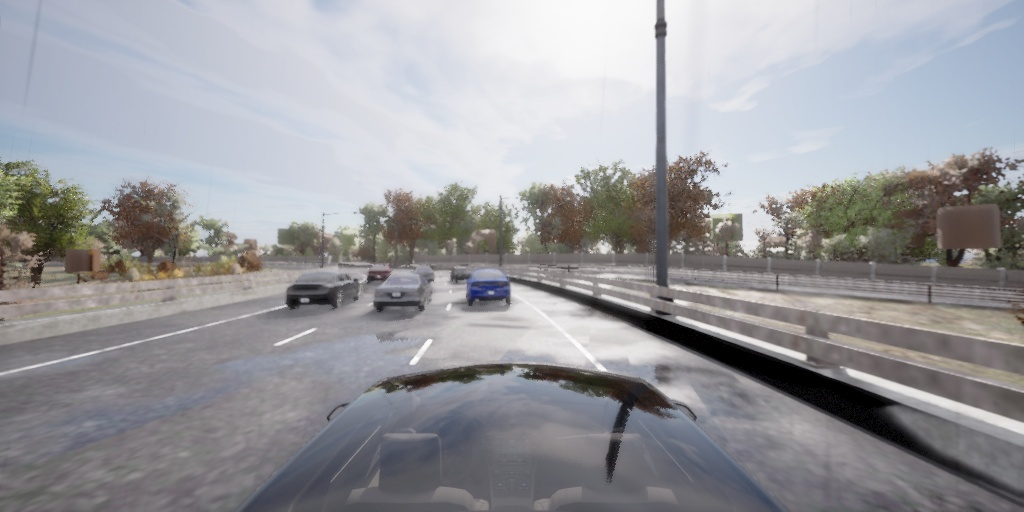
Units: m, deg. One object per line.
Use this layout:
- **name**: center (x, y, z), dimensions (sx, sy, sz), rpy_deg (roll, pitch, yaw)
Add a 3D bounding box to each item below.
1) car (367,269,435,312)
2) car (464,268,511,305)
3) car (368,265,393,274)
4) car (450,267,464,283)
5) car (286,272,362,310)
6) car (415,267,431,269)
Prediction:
- **car**: center (-4.442, 1.446, 15.229), dimensions (2.033, 1.411, 5.357), rpy_deg (0, -1, -8)
- **car**: center (-1.228, 1.395, 17.362), dimensions (1.882, 1.535, 5.008), rpy_deg (0, 0, -8)
- **car**: center (-11.473, 1.554, 31.370), dimensions (1.882, 1.535, 5.008), rpy_deg (0, 0, -17)
- **car**: center (-4.427, 1.680, 32.239), dimensions (1.895, 1.301, 4.718), rpy_deg (0, -1, -16)
- **car**: center (-8.061, 1.415, 15.761), dimensions (1.837, 1.490, 4.892), rpy_deg (0, 0, -8)
- **car**: center (-7.597, 1.613, 30.631), dimensions (2.033, 1.411, 5.357), rpy_deg (0, -1, -16)
